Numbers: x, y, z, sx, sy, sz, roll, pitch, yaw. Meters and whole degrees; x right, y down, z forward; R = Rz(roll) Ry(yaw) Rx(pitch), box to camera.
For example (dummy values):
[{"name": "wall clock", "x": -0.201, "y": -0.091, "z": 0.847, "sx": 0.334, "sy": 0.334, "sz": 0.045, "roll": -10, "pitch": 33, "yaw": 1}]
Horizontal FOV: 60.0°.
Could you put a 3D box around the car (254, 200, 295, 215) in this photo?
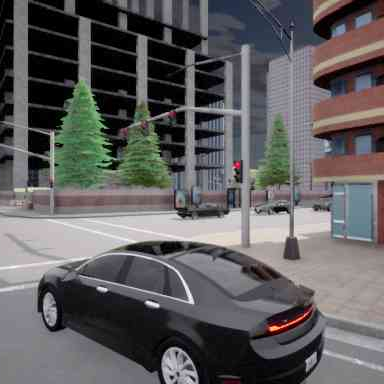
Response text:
[{"name": "car", "x": 8.579, "y": 1.547, "z": 34.530, "sx": 4.902, "sy": 1.511, "sz": 2.128, "roll": 0, "pitch": 0, "yaw": -35}]

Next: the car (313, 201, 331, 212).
[{"name": "car", "x": 16.675, "y": 1.407, "z": 40.284, "sx": 4.553, "sy": 1.767, "sz": 2.097, "roll": 0, "pitch": 0, "yaw": -35}]

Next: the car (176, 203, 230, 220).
[{"name": "car", "x": 0.987, "y": 1.656, "z": 29.111, "sx": 4.718, "sy": 1.301, "sz": 1.895, "roll": 0, "pitch": 0, "yaw": -36}]

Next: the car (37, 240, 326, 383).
[{"name": "car", "x": -0.585, "y": 1.505, "z": 5.050, "sx": 4.892, "sy": 1.490, "sz": 1.837, "roll": 0, "pitch": 0, "yaw": 41}]
